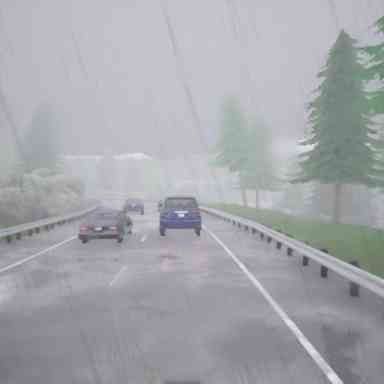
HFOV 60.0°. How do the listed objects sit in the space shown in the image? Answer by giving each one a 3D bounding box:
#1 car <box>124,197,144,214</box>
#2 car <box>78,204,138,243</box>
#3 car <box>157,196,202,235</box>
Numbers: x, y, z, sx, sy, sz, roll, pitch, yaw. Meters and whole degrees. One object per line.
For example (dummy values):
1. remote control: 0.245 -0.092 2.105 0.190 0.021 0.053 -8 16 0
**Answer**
1. car: -6.138 1.363 35.076 2.097 1.767 4.553 0 0 -9
2. car: -4.023 1.554 16.156 2.033 1.411 5.357 0 0 -4
3. car: -0.725 1.223 18.846 2.150 2.045 5.566 0 0 -4
